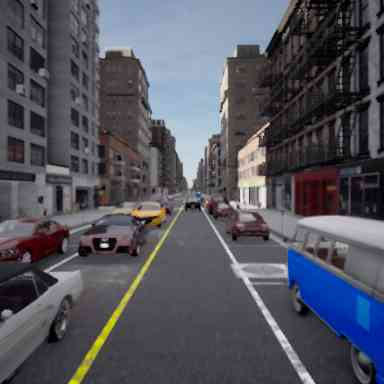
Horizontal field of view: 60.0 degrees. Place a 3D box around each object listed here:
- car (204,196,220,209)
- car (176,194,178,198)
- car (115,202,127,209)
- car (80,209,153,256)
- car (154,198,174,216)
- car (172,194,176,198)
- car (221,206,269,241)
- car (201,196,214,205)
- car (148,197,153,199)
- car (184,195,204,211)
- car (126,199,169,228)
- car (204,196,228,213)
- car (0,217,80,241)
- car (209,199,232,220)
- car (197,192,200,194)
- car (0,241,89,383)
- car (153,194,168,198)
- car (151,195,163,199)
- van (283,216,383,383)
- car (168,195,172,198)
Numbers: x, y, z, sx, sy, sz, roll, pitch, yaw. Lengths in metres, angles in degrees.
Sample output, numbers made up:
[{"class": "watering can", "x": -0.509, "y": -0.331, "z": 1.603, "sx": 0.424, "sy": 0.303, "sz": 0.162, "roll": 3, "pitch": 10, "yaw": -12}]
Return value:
[{"class": "car", "x": 2.635, "y": 1.377, "z": 44.731, "sx": 1.967, "sy": 1.590, "sz": 4.097, "roll": 0, "pitch": 0, "yaw": 0}, {"class": "car", "x": -5.391, "y": 1.416, "z": 84.498, "sx": 2.008, "sy": 1.369, "sz": 4.403, "roll": 0, "pitch": 0, "yaw": 0}, {"class": "car", "x": -5.390, "y": 1.492, "z": 27.510, "sx": 1.752, "sy": 1.417, "sz": 4.829, "roll": 0, "pitch": 0, "yaw": 0}, {"class": "car", "x": -2.847, "y": 1.549, "z": 12.806, "sx": 1.994, "sy": 1.385, "sz": 4.181, "roll": 0, "pitch": 0, "yaw": 0}, {"class": "car", "x": -2.812, "y": 1.559, "z": 32.558, "sx": 1.895, "sy": 1.301, "sz": 4.718, "roll": 0, "pitch": 0, "yaw": 0}, {"class": "car", "x": -5.391, "y": 1.458, "z": 78.816, "sx": 1.802, "sy": 1.307, "sz": 4.206, "roll": 0, "pitch": 0, "yaw": 0}, {"class": "car", "x": 2.636, "y": 1.564, "z": 16.324, "sx": 1.802, "sy": 1.307, "sz": 4.206, "roll": 0, "pitch": 0, "yaw": 0}, {"class": "car", "x": 2.635, "y": 1.468, "z": 56.093, "sx": 2.008, "sy": 1.369, "sz": 4.403, "roll": 0, "pitch": 0, "yaw": 0}, {"class": "car", "x": -5.390, "y": 1.522, "z": 33.362, "sx": 1.947, "sy": 1.339, "sz": 4.313, "roll": 0, "pitch": 0, "yaw": 0}, {"class": "car", "x": 0.108, "y": 1.424, "z": 39.384, "sx": 1.882, "sy": 1.535, "sz": 5.008, "roll": 0, "pitch": 0, "yaw": 0}, {"class": "car", "x": -2.845, "y": 1.451, "z": 22.452, "sx": 1.882, "sy": 1.535, "sz": 5.008, "roll": 0, "pitch": 0, "yaw": 0}, {"class": "car", "x": 2.636, "y": 1.272, "z": 33.368, "sx": 2.192, "sy": 1.841, "sz": 5.009, "roll": 0, "pitch": 0, "yaw": 0}, {"class": "car", "x": -5.389, "y": 1.532, "z": 10.634, "sx": 1.887, "sy": 1.381, "sz": 4.507, "roll": 0, "pitch": 0, "yaw": 0}, {"class": "car", "x": 2.636, "y": 1.548, "z": 27.687, "sx": 1.802, "sy": 1.307, "sz": 4.206, "roll": 0, "pitch": 0, "yaw": 0}, {"class": "car", "x": 2.634, "y": 1.401, "z": 78.988, "sx": 1.752, "sy": 1.417, "sz": 4.829, "roll": 0, "pitch": 0, "yaw": 0}, {"class": "car", "x": -2.821, "y": 1.596, "z": 3.662, "sx": 1.895, "sy": 1.301, "sz": 4.718, "roll": 0, "pitch": 0, "yaw": -1}, {"class": "car", "x": -5.390, "y": 1.242, "z": 50.407, "sx": 2.192, "sy": 1.841, "sz": 5.009, "roll": 0, "pitch": 0, "yaw": 0}, {"class": "car", "x": -5.390, "y": 1.502, "z": 44.726, "sx": 1.947, "sy": 1.339, "sz": 4.313, "roll": 0, "pitch": 0, "yaw": 0}, {"class": "van", "x": 2.636, "y": 1.335, "z": 4.961, "sx": 1.690, "sy": 1.788, "sz": 3.998, "roll": 0, "pitch": 0, "yaw": 0}, {"class": "car", "x": -5.390, "y": 1.347, "z": 61.771, "sx": 1.967, "sy": 1.590, "sz": 4.097, "roll": 0, "pitch": 0, "yaw": 0}]
